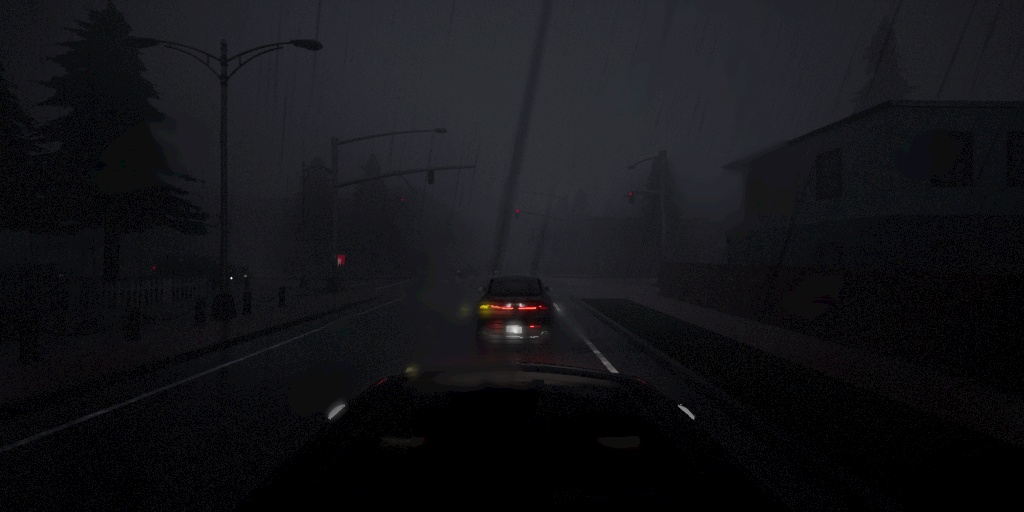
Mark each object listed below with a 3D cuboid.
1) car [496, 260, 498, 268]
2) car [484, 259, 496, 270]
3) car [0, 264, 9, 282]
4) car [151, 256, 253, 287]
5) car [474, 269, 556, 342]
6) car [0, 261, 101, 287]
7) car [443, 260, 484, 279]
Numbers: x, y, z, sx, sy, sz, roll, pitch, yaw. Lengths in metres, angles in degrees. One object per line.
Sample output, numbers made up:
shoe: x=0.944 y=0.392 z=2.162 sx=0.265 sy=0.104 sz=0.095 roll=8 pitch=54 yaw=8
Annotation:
car: x=-3.437 y=1.253 z=62.180 sx=1.837 sy=1.490 sz=4.892 roll=0 pitch=0 yaw=1
car: x=-3.490 y=1.275 z=48.079 sx=1.812 sy=1.442 sz=4.674 roll=0 pitch=0 yaw=0
car: x=-41.694 y=1.329 z=27.150 sx=4.181 sy=1.385 sz=1.994 roll=0 pitch=0 yaw=-3
car: x=-20.665 y=0.987 z=24.025 sx=5.566 sy=2.045 sz=2.150 roll=0 pitch=0 yaw=-1
car: x=0.092 y=1.255 z=9.715 sx=1.837 sy=1.490 sz=4.892 roll=0 pitch=0 yaw=0
car: x=-31.103 y=1.257 z=23.748 sx=4.902 sy=1.511 sz=2.128 roll=0 pitch=0 yaw=-1
car: x=-4.480 y=1.276 z=32.405 sx=1.812 sy=1.442 sz=4.674 roll=0 pitch=0 yaw=17
